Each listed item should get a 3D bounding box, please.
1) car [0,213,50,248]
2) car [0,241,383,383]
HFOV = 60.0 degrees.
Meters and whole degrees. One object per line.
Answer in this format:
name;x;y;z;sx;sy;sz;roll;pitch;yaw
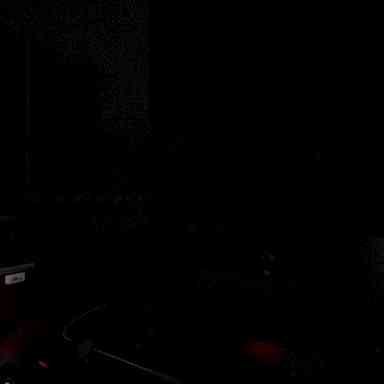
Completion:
car;-4.463;1.315;6.138;5.009;1.841;2.192;0;0;35
car;-0.033;1.440;2.985;4.097;1.590;1.967;0;0;35
